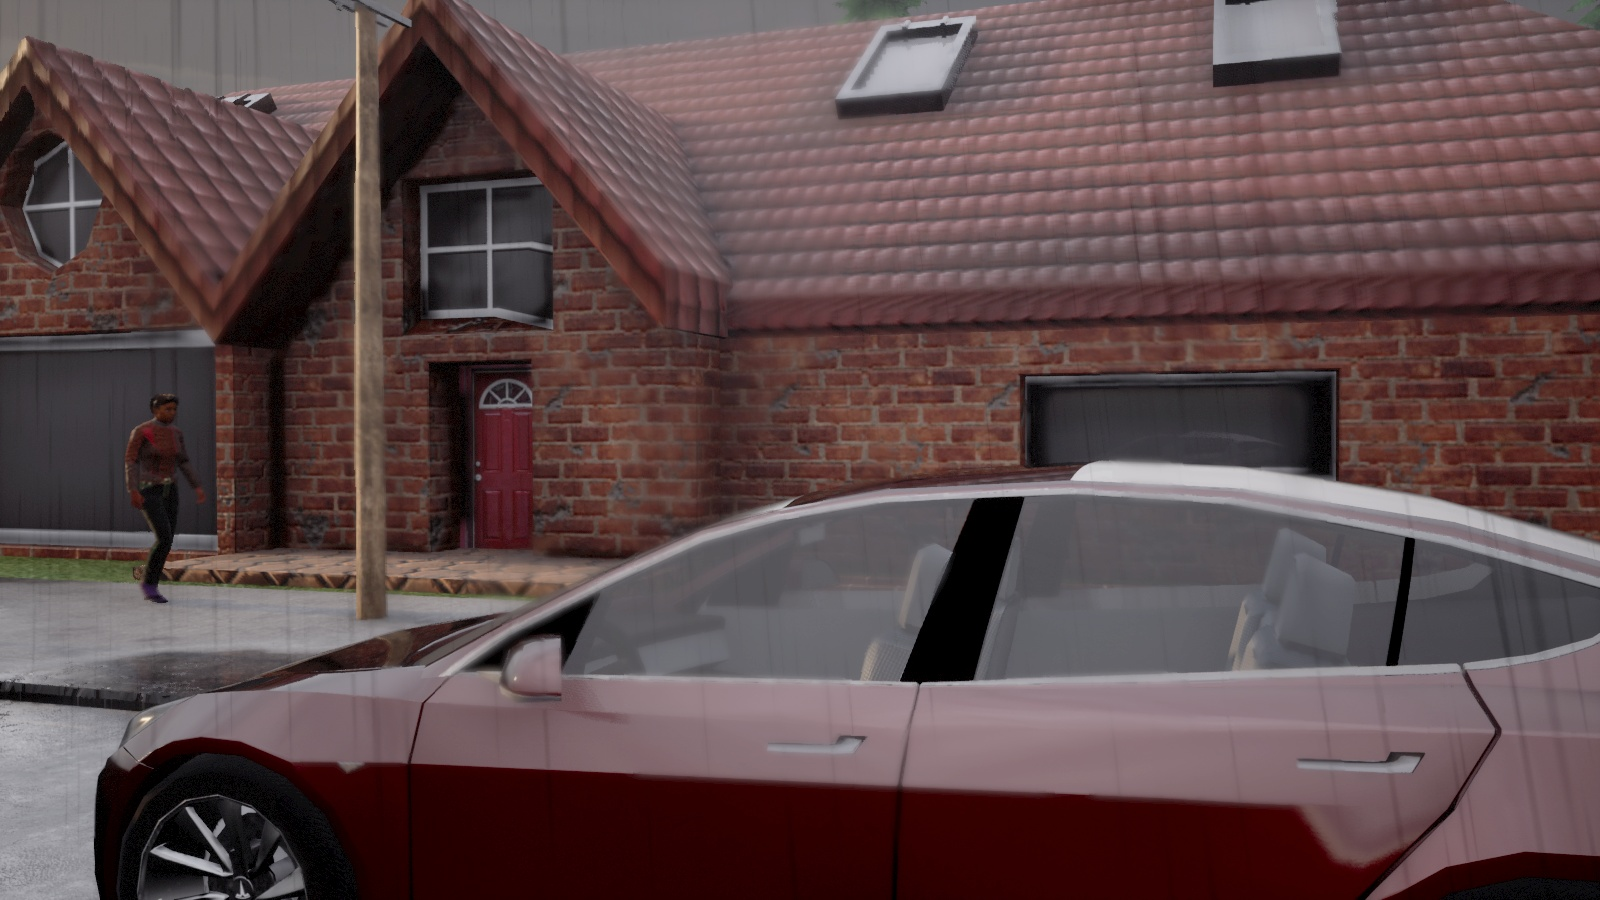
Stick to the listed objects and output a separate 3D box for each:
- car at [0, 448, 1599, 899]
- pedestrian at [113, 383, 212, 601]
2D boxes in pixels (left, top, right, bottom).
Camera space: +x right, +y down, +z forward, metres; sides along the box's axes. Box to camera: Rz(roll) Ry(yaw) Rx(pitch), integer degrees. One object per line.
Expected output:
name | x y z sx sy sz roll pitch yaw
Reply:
car | 0.350 0.770 3.606 4.792 1.488 2.163 1 1 18
pedestrian | -5.459 0.344 10.748 0.869 1.805 0.328 1 1 31
